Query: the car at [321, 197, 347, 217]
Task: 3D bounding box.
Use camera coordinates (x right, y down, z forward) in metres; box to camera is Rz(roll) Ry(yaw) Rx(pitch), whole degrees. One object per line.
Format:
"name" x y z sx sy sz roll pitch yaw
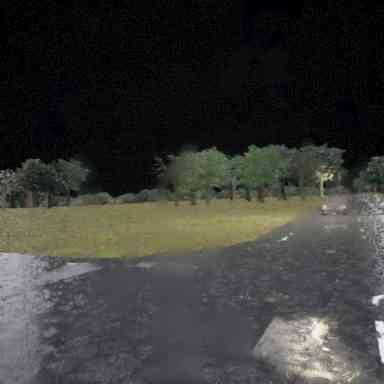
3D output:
"car" 13.482 1.323 31.458 2.097 1.767 4.553 -3 -1 25
